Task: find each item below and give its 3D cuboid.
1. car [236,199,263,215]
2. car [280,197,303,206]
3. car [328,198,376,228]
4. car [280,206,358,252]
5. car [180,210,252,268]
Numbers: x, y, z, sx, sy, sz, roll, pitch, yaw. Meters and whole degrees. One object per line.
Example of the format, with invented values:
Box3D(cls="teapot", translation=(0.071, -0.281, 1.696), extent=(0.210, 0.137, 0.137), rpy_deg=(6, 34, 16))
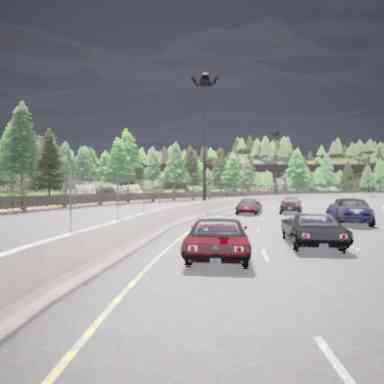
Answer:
Box3D(cls="car", translation=(5.179, 1.266, 29.880), extent=(1.994, 1.385, 4.181), rpy_deg=(0, 1, 18))
Box3D(cls="car", translation=(9.266, 1.222, 31.065), extent=(1.812, 1.442, 4.674), rpy_deg=(0, 1, 20))
Box3D(cls="car", translation=(9.851, 1.153, 20.962), extent=(2.097, 1.767, 4.553), rpy_deg=(0, 1, 13))
Box3D(cls="car", translation=(4.699, 1.472, 13.224), extent=(1.895, 1.301, 4.718), rpy_deg=(0, 1, 8))
Box3D(cls="car", translation=(0.870, 1.490, 10.888), extent=(1.895, 1.301, 4.718), rpy_deg=(0, 1, 7))
